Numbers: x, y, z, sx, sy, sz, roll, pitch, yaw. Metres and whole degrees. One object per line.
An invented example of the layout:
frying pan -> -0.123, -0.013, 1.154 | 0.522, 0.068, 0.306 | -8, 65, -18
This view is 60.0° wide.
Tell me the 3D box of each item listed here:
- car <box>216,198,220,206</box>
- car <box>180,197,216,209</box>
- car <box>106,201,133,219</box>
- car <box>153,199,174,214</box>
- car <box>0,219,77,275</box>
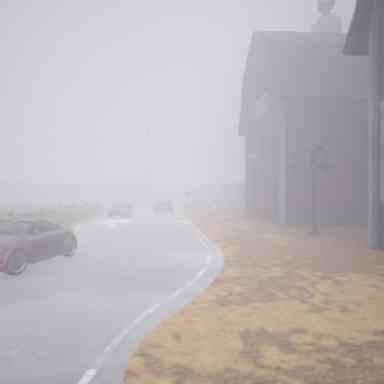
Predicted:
car -> 3.024, 1.547, 54.675 | 1.837, 1.490, 4.892 | 0, 0, -17
car -> 0.652, 1.579, 45.337 | 2.033, 1.411, 5.357 | 0, 0, 38
car -> -6.283, 1.548, 29.579 | 2.033, 1.411, 5.357 | 0, 0, -5
car -> -2.980, 1.508, 35.352 | 2.128, 1.511, 4.902 | 0, 0, -1
car -> -5.426, 1.573, 10.480 | 1.994, 1.385, 4.181 | 0, 0, 11
